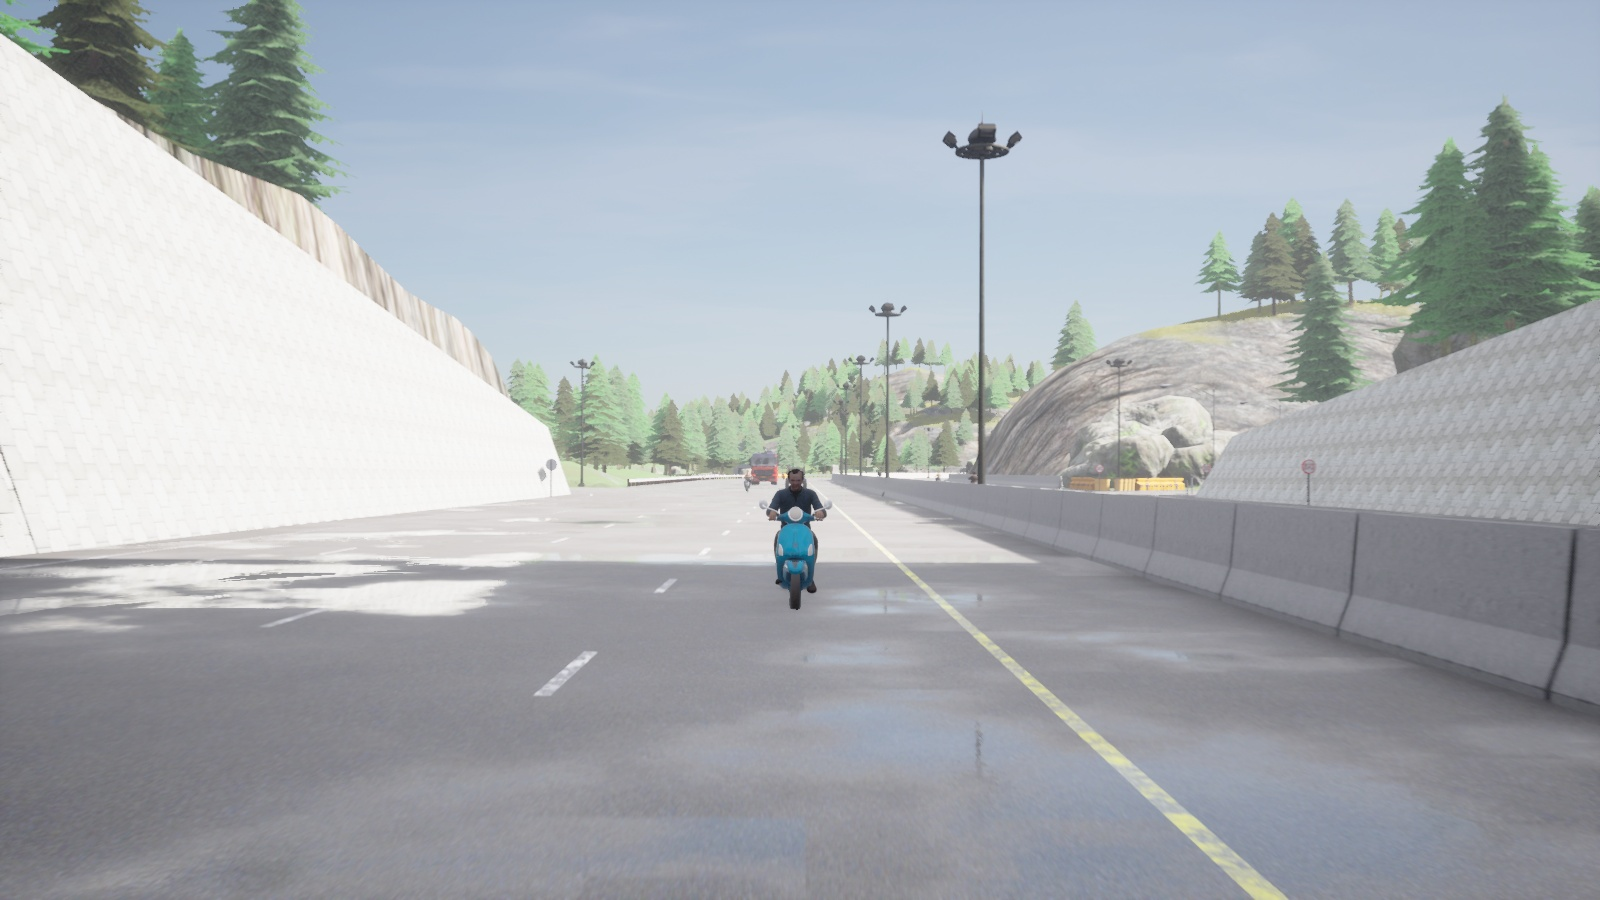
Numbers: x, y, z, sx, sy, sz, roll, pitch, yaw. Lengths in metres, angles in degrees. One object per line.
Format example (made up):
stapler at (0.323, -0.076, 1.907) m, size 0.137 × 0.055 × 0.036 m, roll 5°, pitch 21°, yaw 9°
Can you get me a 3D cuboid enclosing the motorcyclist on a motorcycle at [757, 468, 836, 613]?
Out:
motorcyclist on a motorcycle at (-0.045, 1.016, 14.809) m, size 0.866 × 1.590 × 1.817 m, roll 0°, pitch -1°, yaw 0°
